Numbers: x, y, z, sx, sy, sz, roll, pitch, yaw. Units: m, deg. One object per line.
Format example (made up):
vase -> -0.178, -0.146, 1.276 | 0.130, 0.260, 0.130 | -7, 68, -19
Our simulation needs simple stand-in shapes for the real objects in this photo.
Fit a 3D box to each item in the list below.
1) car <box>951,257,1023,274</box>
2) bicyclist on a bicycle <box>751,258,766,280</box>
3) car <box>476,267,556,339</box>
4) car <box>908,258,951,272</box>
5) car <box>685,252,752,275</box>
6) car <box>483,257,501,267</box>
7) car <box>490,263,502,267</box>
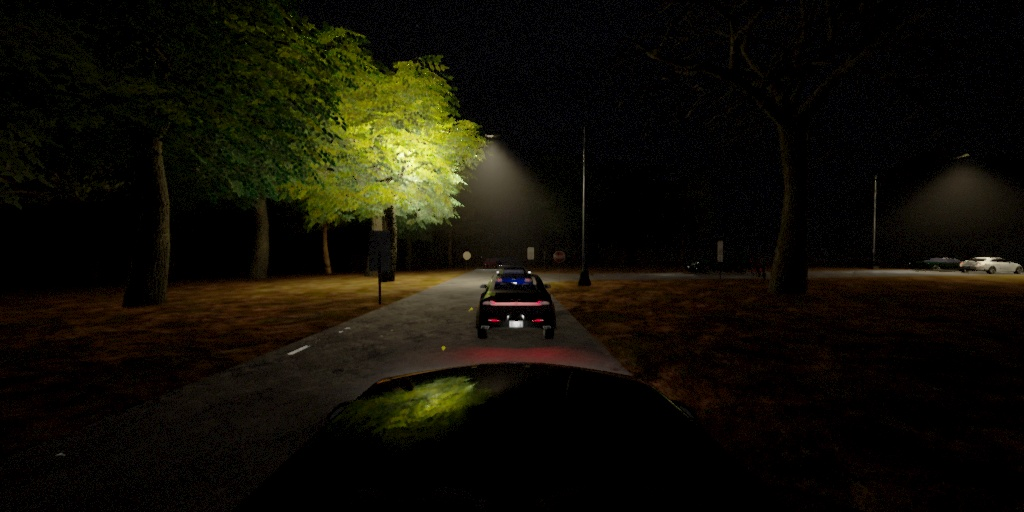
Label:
car -> 42.306, 0.834, 31.744 | 4.674, 1.442, 1.812 | 0, 1, -8
bicyclist on a bicycle -> 18.552, 0.996, 27.024 | 0.582, 1.620, 1.656 | -1, 0, 0
car -> 0.095, 1.229, 10.031 | 2.128, 1.511, 4.902 | 0, 0, 0
car -> 41.296, 0.836, 34.752 | 4.718, 1.301, 1.895 | 0, 1, -7
car -> 19.227, 0.634, 33.453 | 5.566, 2.045, 2.150 | -1, 1, -1
car -> -3.069, 1.055, 51.971 | 1.882, 1.535, 5.008 | 0, 0, 0
car -> 0.085, 1.280, 19.103 | 1.994, 1.385, 4.181 | 0, 0, 1
